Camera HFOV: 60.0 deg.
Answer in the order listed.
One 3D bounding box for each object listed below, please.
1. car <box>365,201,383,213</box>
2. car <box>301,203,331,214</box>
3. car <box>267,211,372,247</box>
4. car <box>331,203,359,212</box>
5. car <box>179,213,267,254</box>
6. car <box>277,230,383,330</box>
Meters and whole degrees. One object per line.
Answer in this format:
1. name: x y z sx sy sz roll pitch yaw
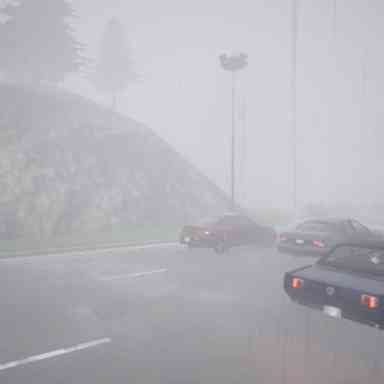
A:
1. car: 24.135 1.866 42.475 1.882 1.535 5.008 1 -1 -4
2. car: 13.387 1.846 36.638 1.994 1.385 4.181 1 0 6
3. car: 5.266 1.647 12.277 5.357 1.411 2.033 1 0 -43
4. car: 17.293 1.920 38.492 1.895 1.301 4.718 1 0 1
5. car: 1.582 1.606 13.821 4.674 1.442 1.812 1 0 -40
6. car: 4.025 1.663 6.744 4.718 1.301 1.895 1 0 -38
